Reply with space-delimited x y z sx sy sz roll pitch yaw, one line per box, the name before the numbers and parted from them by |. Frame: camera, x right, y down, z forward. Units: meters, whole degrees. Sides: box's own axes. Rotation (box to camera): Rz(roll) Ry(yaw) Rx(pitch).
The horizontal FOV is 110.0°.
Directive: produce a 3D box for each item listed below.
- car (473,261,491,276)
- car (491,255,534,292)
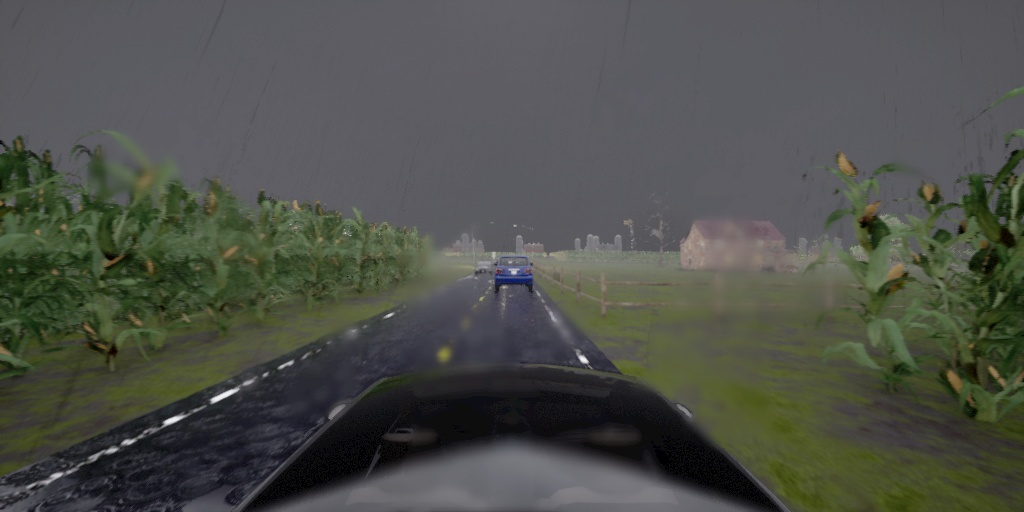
car | -2.832 1.238 37.275 1.837 1.490 4.892 0 0 0
car | 0.106 0.967 21.573 2.150 2.045 5.566 0 0 0
